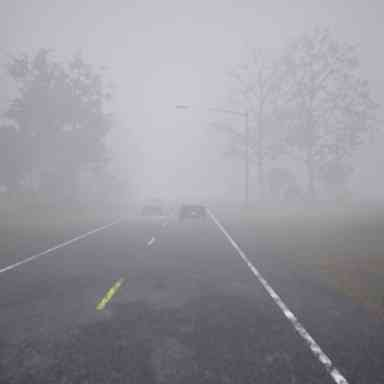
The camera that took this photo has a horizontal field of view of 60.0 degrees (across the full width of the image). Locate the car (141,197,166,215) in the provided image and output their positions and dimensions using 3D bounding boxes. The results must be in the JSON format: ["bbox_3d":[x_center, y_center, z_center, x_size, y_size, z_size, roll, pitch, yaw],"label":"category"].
[{"bbox_3d":[-3.534,1.248,31.023,1.882,1.535,5.008,0,0,0],"label":"car"}]

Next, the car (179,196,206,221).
[{"bbox_3d":[0.071,1.292,25.150,1.882,1.535,5.008,0,0,0],"label":"car"}]

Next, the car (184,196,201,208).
[{"bbox_3d":[0.052,1.244,41.980,1.994,1.385,4.181,0,1,0],"label":"car"}]
